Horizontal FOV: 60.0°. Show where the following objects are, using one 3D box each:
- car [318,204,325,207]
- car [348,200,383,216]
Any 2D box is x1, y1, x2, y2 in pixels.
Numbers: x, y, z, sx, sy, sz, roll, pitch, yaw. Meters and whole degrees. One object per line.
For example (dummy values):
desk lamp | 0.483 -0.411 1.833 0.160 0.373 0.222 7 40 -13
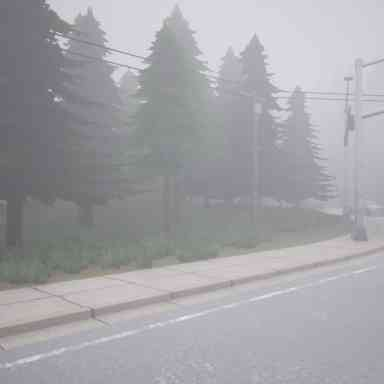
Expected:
car | 14.681 1.505 42.504 1.837 1.490 4.892 0 0 -26
car | 17.212 1.525 32.804 1.812 1.442 4.674 0 0 -5
